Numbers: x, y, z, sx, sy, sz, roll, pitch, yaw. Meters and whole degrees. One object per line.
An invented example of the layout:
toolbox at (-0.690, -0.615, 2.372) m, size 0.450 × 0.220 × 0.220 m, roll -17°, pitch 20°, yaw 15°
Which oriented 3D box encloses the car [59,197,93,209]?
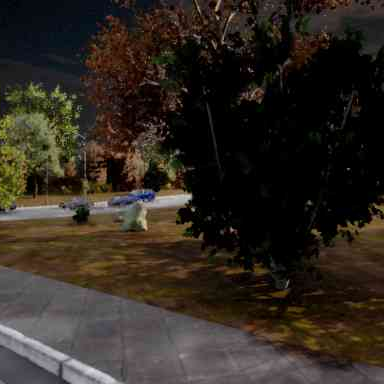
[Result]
car at (-14.742, 1.379, 42.386) m, size 1.994 × 1.385 × 4.181 m, roll 0°, pitch 2°, yaw 38°

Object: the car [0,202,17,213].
car at (-21.005, 1.527, 34.658) m, size 2.128 × 1.511 × 4.902 m, roll 0°, pitch 1°, yaw 39°

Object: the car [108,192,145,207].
car at (-8.844, 1.164, 43.754) m, size 1.812 × 1.442 × 4.674 m, roll 0°, pitch 2°, yaw 39°

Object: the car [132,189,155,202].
car at (-8.092, 0.621, 50.555) m, size 2.150 × 2.045 × 5.566 m, roll 0°, pitch 3°, yaw 40°
